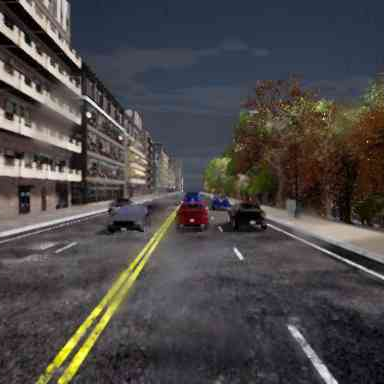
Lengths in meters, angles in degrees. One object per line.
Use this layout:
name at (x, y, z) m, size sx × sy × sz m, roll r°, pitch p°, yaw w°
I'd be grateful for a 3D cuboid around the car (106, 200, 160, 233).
car at (-3.291, 1.405, 18.771) m, size 2.033 × 1.411 × 5.357 m, roll 0°, pitch 0°, yaw 0°

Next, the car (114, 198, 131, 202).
car at (-6.541, 1.287, 31.491) m, size 1.812 × 1.442 × 4.674 m, roll 0°, pitch 0°, yaw 1°

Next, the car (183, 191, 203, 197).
car at (0.084, 0.920, 40.122) m, size 2.150 × 2.045 × 5.566 m, roll 0°, pitch 1°, yaw 0°

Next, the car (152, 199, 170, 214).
car at (-3.279, 1.356, 32.343) m, size 1.895 × 1.301 × 4.718 m, roll 0°, pitch 0°, yaw 1°

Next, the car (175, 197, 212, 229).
car at (0.019, 1.325, 20.135) m, size 1.882 × 1.535 × 5.008 m, roll 0°, pitch 1°, yaw 0°

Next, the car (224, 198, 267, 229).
car at (3.271, 1.353, 20.213) m, size 1.837 × 1.490 × 4.892 m, roll 0°, pitch 1°, yaw 0°

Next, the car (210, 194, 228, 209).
car at (3.329, 1.048, 40.120) m, size 2.097 × 1.767 × 4.553 m, roll 0°, pitch 0°, yaw 0°
